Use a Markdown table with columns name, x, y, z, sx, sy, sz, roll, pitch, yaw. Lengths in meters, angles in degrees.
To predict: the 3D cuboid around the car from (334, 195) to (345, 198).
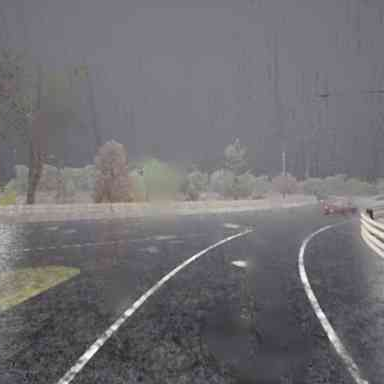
| name | x | y | z | sx | sy | sz | roll | pitch | yaw |
| --- | --- | --- | --- | --- | --- | --- | --- | --- | --- |
| car | 30.203 | 1.439 | 68.038 | 2.097 | 1.767 | 4.553 | 0 | 0 | 21 |

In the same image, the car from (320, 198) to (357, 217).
| name | x | y | z | sx | sy | sz | roll | pitch | yaw |
| --- | --- | --- | --- | --- | --- | --- | --- | --- | --- |
| car | 14.519 | 1.567 | 32.404 | 1.812 | 1.442 | 4.674 | 0 | 0 | 44 |
